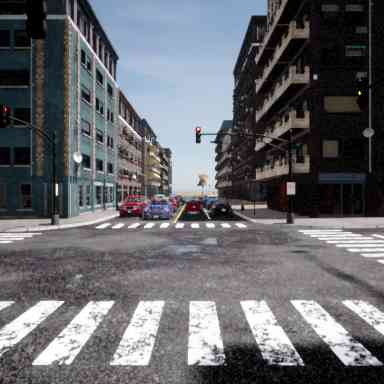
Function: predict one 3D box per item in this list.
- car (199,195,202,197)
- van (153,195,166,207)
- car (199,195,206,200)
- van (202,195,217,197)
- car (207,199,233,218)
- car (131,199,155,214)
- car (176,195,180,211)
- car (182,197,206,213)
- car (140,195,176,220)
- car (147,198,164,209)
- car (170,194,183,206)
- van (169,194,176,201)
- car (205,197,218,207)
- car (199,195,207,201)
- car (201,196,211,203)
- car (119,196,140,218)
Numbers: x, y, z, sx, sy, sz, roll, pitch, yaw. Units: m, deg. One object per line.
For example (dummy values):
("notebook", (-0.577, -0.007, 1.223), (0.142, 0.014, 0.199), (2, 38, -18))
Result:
("car", (2.779, 1.422, 57.918), (1.967, 1.590, 4.097), (0, 0, 0))
("van", (-5.122, 1.326, 52.395), (1.690, 1.788, 3.998), (0, 0, 0))
("car", (2.902, 1.499, 91.231), (1.887, 1.381, 4.507), (0, 0, 0))
("van", (2.739, 1.329, 46.815), (1.690, 1.788, 3.998), (0, 0, 0))
("car", (2.676, 1.562, 30.159), (1.947, 1.339, 4.313), (0, 0, 0))
("car", (-5.183, 1.538, 35.739), (1.887, 1.381, 4.507), (0, 0, 0))
("car", (-2.710, 1.470, 38.013), (1.882, 1.535, 5.008), (0, 0, 0))
("car", (0.229, 1.557, 37.551), (1.994, 1.385, 4.181), (0, 0, 0))
("car", (-2.774, 1.349, 28.099), (2.097, 1.767, 4.553), (0, 0, 1))
("car", (-5.142, 1.533, 46.844), (1.887, 1.381, 4.507), (0, 0, 0))
("car", (-2.669, 1.465, 48.028), (1.882, 1.535, 5.008), (0, 0, 0))
("van", (-4.998, 1.301, 85.707), (1.690, 1.788, 3.998), (0, 0, 0))
("car", (2.718, 1.573, 41.263), (1.802, 1.307, 4.206), (0, 0, 0))
("car", (2.881, 1.504, 85.679), (1.887, 1.381, 4.507), (0, 0, 0))
("car", (2.820, 1.525, 69.023), (2.008, 1.369, 4.403), (0, 0, 0))
("car", (-5.204, 1.311, 30.187), (2.192, 1.841, 5.009), (0, 0, 0))
